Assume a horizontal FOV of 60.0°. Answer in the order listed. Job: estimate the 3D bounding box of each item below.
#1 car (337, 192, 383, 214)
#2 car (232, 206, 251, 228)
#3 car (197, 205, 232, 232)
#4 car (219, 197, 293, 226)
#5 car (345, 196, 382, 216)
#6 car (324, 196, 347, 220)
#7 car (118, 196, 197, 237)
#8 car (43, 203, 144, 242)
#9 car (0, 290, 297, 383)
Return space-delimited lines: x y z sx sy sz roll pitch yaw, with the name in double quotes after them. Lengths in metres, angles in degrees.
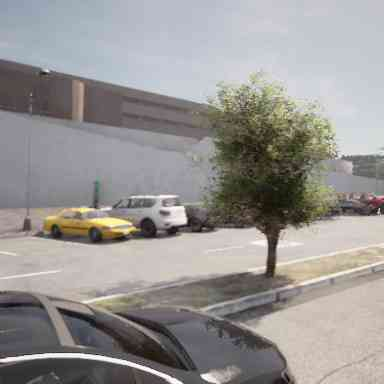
16.738 1.024 32.140 5.566 2.045 2.435 -1 -1 35 "car"
2.051 1.491 21.705 4.674 1.452 2.002 -1 -1 35 "car"
-0.426 1.496 19.968 4.792 1.488 2.163 -1 0 35 "car"
4.467 1.300 23.462 4.553 1.767 2.185 -1 -1 35 "car"
14.297 1.334 30.394 4.792 1.488 2.163 -1 -1 35 "car"
9.386 1.369 26.919 5.008 1.535 2.097 -1 0 35 "car"
-2.872 1.229 18.230 5.566 2.045 2.435 -1 0 35 "car"
-5.139 1.482 16.368 5.366 1.575 1.946 -1 -1 34 "car"
-1.315 1.505 2.195 4.892 1.490 1.837 0 0 -35 "car"
